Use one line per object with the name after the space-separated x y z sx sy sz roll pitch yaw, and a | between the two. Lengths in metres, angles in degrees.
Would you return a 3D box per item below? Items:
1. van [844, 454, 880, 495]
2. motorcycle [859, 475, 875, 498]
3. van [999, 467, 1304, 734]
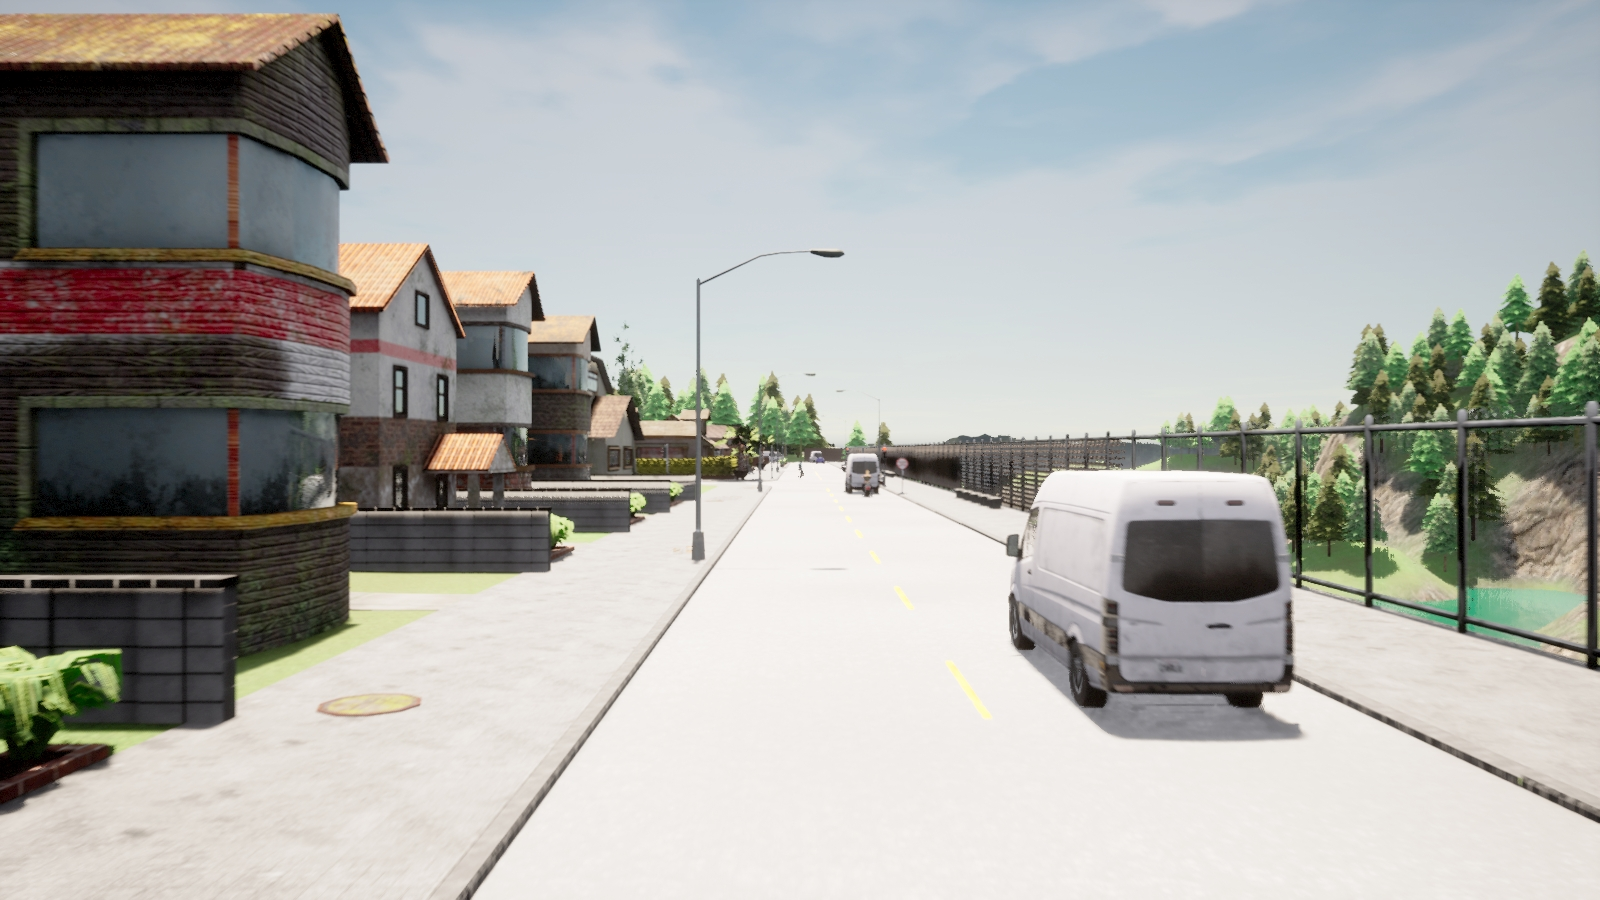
4.010 1.534 74.620 1.988 2.561 5.915 0 0 -1 | van
4.010 2.155 68.537 0.764 1.307 2.356 0 0 0 | motorcycle
3.997 1.534 14.264 1.988 2.561 5.915 0 0 0 | van
